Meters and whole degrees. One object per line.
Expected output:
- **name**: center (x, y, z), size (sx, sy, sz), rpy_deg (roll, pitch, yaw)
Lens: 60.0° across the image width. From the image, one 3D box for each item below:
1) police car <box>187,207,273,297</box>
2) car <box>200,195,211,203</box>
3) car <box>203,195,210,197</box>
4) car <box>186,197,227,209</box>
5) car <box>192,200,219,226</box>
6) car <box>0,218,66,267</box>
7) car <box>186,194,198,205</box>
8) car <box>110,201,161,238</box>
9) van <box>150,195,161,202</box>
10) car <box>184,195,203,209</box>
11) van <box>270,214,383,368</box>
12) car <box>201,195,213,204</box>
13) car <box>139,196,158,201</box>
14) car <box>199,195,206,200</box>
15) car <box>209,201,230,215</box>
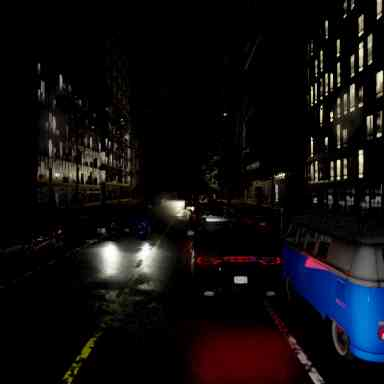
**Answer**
- **police car**: center (0.909, 1.425, 8.754), size (1.930, 1.638, 5.238), rpy_deg (0, 0, 0)
- **car**: center (2.751, 1.401, 68.240), size (1.967, 1.590, 4.097), rpy_deg (0, 0, 0)
- **car**: center (2.731, 1.544, 45.470), size (2.008, 1.369, 4.403), rpy_deg (0, 0, 0)
- **car**: center (0.868, 1.351, 18.606), size (2.097, 1.767, 4.553), rpy_deg (0, 0, 0)
- **car**: center (0.923, 1.455, 24.834), size (1.801, 1.575, 5.366), rpy_deg (0, 0, 0)
- **car**: center (-5.680, 1.582, 11.326), size (1.802, 1.307, 4.206), rpy_deg (0, 0, 0)
- **car**: center (0.053, 1.327, 59.376), size (2.097, 1.767, 4.553), rpy_deg (0, 0, 0)
- **car**: center (-2.983, 1.477, 17.739), size (1.882, 1.535, 5.008), rpy_deg (0, 0, 0)
- **van**: center (-5.644, 1.328, 51.174), size (1.690, 1.788, 3.998), rpy_deg (0, 0, 0)
- **car**: center (0.048, 1.345, 45.424), size (2.097, 1.767, 4.553), rpy_deg (0, 0, 0)
- **van**: center (2.696, 1.341, 5.624), size (1.690, 1.788, 3.998), rpy_deg (0, 0, 0)
- **car**: center (2.747, 1.410, 62.548), size (1.967, 1.590, 4.097), rpy_deg (0, 0, 0)
- **car**: center (-5.654, 1.548, 39.789), size (2.008, 1.369, 4.403), rpy_deg (0, 0, 0)
- **car**: center (2.772, 1.463, 91.010), size (1.887, 1.381, 4.507), rpy_deg (0, 0, 0)
- **car**: center (2.721, 1.581, 34.086), size (1.802, 1.307, 4.206), rpy_deg (0, 0, 0)
